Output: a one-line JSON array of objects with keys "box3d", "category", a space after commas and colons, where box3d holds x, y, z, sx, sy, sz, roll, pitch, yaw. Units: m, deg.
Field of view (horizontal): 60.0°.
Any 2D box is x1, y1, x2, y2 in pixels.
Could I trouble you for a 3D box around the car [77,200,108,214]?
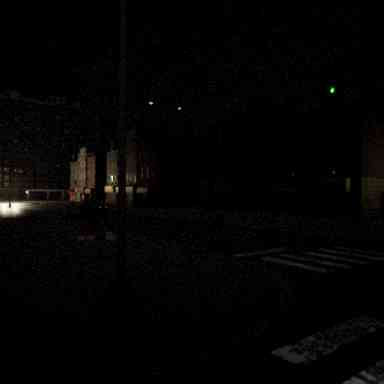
[{"box3d": [-10.904, 1.623, 36.289, 2.033, 1.411, 5.357, 0, 0, -35], "category": "car"}]
